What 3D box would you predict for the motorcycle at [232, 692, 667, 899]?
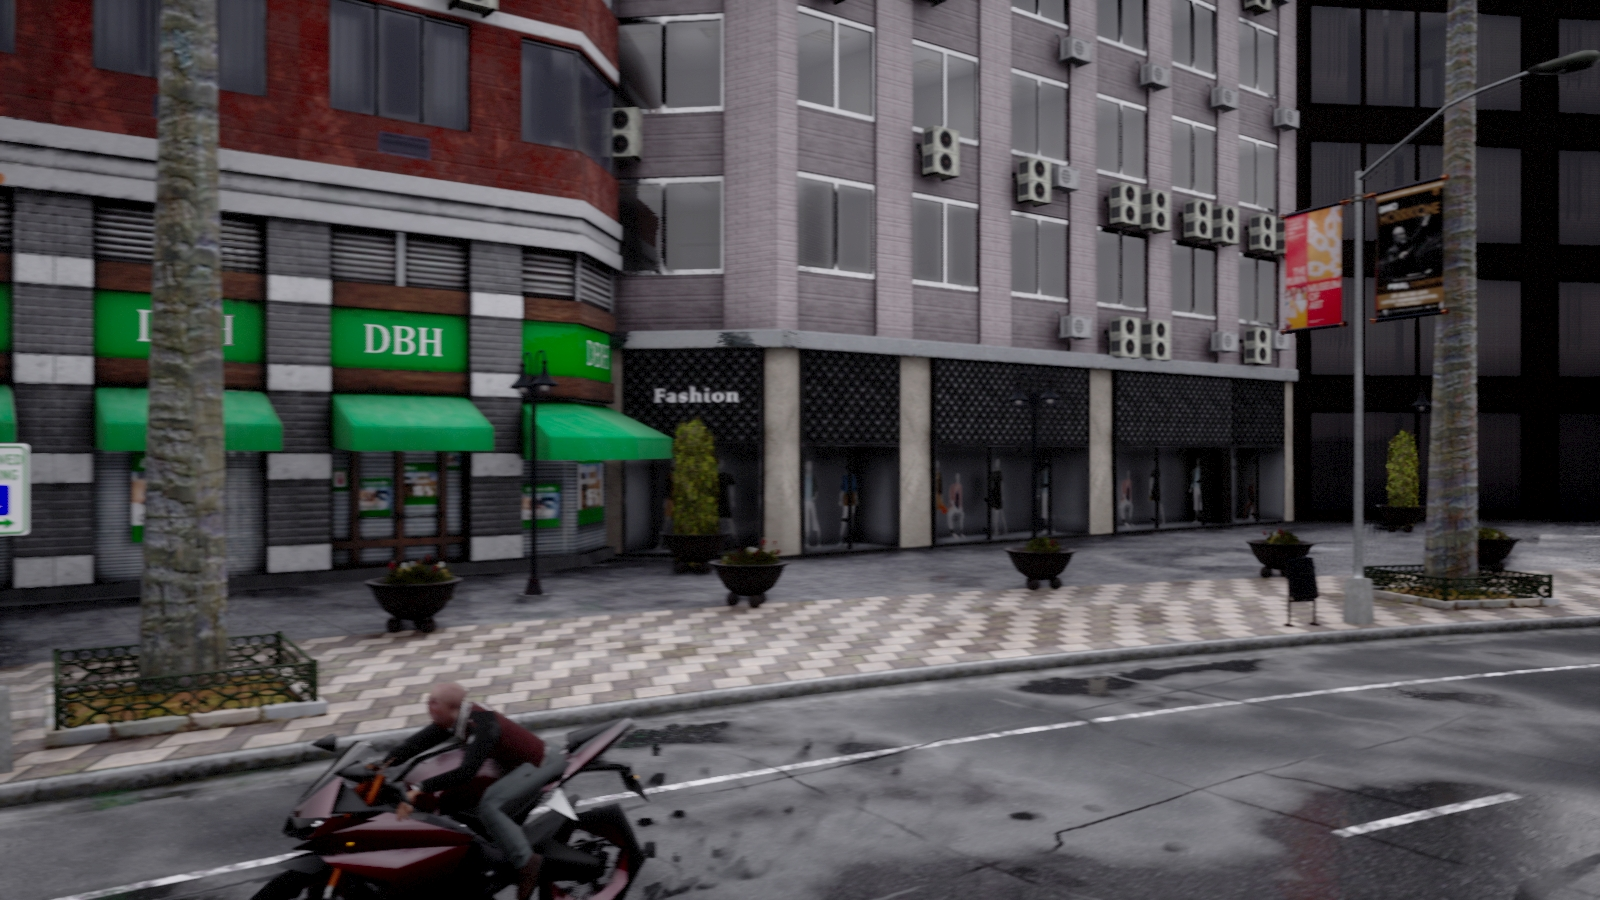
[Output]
[{"bbox_3d":[-1.950,2.204,6.494,2.209,1.251,0.867,0,0,-32],"label":"motorcycle"}]
